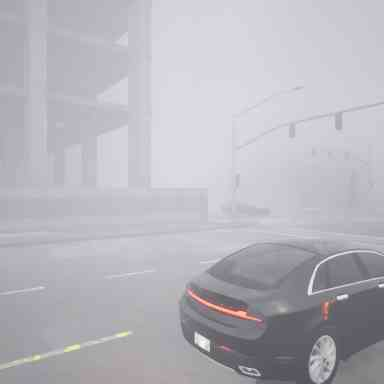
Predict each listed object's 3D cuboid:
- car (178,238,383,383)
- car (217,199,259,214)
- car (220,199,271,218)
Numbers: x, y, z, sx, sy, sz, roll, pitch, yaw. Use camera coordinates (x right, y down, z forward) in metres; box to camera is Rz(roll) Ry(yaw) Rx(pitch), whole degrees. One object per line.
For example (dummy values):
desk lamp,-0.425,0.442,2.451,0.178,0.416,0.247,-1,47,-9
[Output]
car,2.103,1.506,5.290,4.892,1.490,1.837,0,0,-35
car,4.988,1.533,36.469,1.812,1.442,4.674,0,0,-36
car,4.967,1.607,30.533,1.895,1.301,4.718,0,0,-36
